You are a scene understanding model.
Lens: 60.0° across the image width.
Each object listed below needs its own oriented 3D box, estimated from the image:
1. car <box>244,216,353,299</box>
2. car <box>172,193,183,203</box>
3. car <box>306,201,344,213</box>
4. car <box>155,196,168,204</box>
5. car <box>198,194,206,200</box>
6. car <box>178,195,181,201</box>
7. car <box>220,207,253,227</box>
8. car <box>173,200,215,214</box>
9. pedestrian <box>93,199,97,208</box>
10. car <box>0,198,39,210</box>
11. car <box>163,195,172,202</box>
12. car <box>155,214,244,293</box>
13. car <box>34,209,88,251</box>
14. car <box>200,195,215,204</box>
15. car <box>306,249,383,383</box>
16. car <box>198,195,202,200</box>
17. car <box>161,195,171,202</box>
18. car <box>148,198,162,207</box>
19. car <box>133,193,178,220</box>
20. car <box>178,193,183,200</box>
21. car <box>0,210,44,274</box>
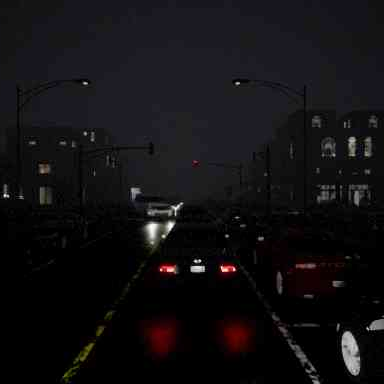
[{"bbox_3d":[2.688,1.546,8.314,1.887,1.381,4.507,0,0,0],"label":"car"},{"bbox_3d":[-3.052,1.236,72.142,2.150,2.045,5.566,0,0,0],"label":"car"},{"bbox_3d":[14.784,1.653,37.283,4.181,1.385,1.994,0,0,1],"label":"car"},{"bbox_3d":[-5.732,1.559,63.138,2.008,1.369,4.403,0,0,0],"label":"car"},{"bbox_3d":[2.630,1.458,90.741,1.967,1.590,4.097,0,0,0],"label":"car"},{"bbox_3d":[-3.145,1.532,51.134,1.812,1.442,4.674,0,0,1],"label":"car"},{"bbox_3d":[2.680,1.553,19.698,2.008,1.369,4.403,0,0,0],"label":"car"},{"bbox_3d":[0.086,1.480,19.461,1.882,1.535,5.008,0,0,0],"label":"car"},{"bbox_3d":[-12.583,1.415,43.222,0.375,1.300,0.375,0,-1,1],"label":"pedestrian"},{"bbox_3d":[-18.600,1.397,34.572,5.008,1.535,1.882,0,0,1],"label":"car"},{"bbox_3d":[-5.743,1.538,79.535,1.752,1.417,4.829,0,0,0],"label":"car"},{"bbox_3d":[0.098,1.548,8.997,2.033,1.411,5.357,0,0,0],"label":"car"},{"bbox_3d":[-5.697,1.552,14.017,2.008,1.369,4.403,0,0,0],"label":"car"},{"bbox_3d":[2.657,1.572,52.088,1.947,1.339,4.313,0,0,0],"label":"car"},{"bbox_3d":[2.692,1.551,2.622,2.008,1.369,4.403,0,0,0],"label":"car"},{"bbox_3d":[2.649,1.590,63.130,1.802,1.307,4.206,0,0,0],"label":"car"},{"bbox_3d":[-5.739,1.451,74.183,1.967,1.590,4.097,0,0,0],"label":"car"},{"bbox_3d":[-5.724,1.588,52.095,1.802,1.307,4.206,0,0,0],"label":"car"},{"bbox_3d":[-3.461,1.223,28.528,2.150,2.045,5.566,2,0,-24],"label":"car"},{"bbox_3d":[-3.110,1.499,61.486,2.128,1.511,4.902,0,0,0],"label":"car"},{"bbox_3d":[-5.692,1.441,8.325,1.967,1.590,4.097,0,0,0],"label":"car"}]
